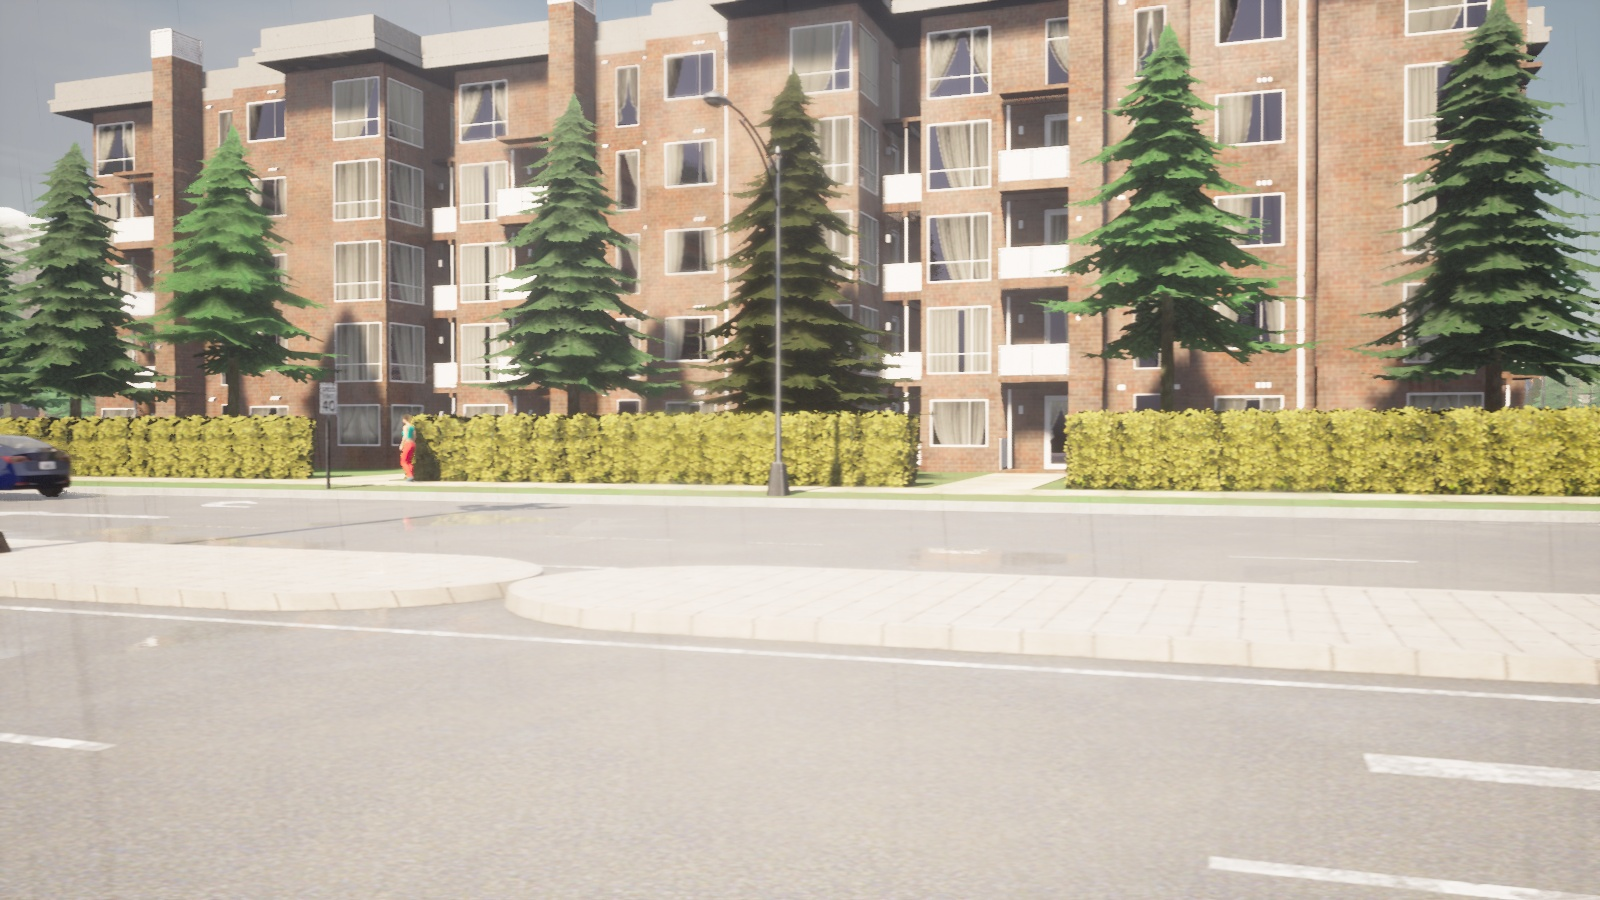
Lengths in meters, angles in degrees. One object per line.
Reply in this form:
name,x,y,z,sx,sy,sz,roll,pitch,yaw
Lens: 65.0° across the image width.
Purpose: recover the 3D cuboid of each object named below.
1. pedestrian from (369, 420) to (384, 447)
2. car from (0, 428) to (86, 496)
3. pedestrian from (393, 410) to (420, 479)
pedestrian,-29.264,-1.131,86.860,0.563,1.883,0.849,1,1,22
car,-19.555,0.236,29.565,4.792,1.488,2.163,1,1,19
pedestrian,-10.498,-0.143,33.515,0.594,1.836,0.345,1,1,20
